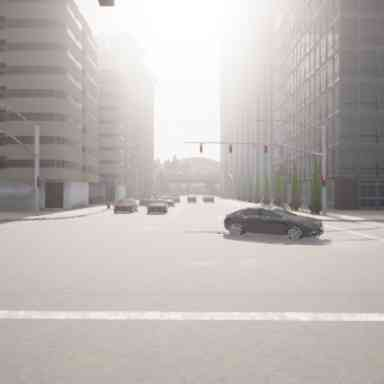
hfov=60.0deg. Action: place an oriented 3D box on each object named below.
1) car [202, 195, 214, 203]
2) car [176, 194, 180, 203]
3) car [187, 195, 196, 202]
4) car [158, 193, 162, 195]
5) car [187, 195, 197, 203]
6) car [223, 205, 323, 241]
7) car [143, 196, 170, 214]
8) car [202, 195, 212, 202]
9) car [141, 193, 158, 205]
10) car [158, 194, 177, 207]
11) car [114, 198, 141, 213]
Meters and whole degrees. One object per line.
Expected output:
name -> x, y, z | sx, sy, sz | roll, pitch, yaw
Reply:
car -> 3.458, 1.444, 67.522 | 1.837, 1.490, 4.892 | 0, 0, 0
car -> -3.545, 1.290, 68.460 | 2.097, 1.767, 4.553 | 0, 0, 0
car -> -0.048, 1.453, 76.013 | 1.994, 1.385, 4.181 | 0, 0, 0
car -> -7.046, 1.154, 68.200 | 2.150, 2.045, 5.566 | 0, 1, 0
car -> -0.042, 1.417, 66.686 | 1.882, 1.535, 5.008 | 0, 0, 0
car -> 3.882, 1.446, 16.494 | 4.892, 1.490, 1.837 | 0, 2, 35
car -> -3.591, 1.446, 34.756 | 1.882, 1.535, 5.008 | 0, 0, -1
car -> 3.452, 1.459, 76.189 | 1.994, 1.385, 4.181 | 0, 0, 0
car -> -7.123, 1.304, 52.700 | 2.097, 1.767, 4.553 | 0, 0, 0
car -> -3.628, 1.461, 50.316 | 1.837, 1.490, 4.892 | 0, 0, 0
car -> -7.121, 1.445, 36.030 | 1.882, 1.535, 5.008 | 0, 0, 0
